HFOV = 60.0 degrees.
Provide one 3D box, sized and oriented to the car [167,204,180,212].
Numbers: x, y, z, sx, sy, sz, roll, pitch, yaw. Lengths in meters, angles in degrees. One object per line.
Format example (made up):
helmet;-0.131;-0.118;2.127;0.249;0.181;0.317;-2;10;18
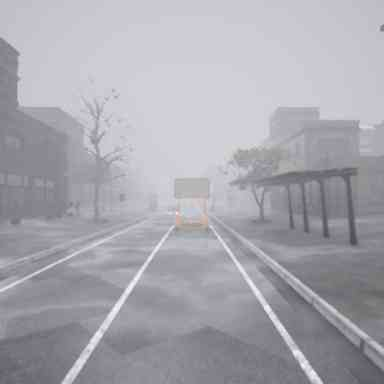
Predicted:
car;-3.052;2.751;56.920;1.994;1.385;4.181;0;-1;0

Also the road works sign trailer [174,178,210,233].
road works sign trailer;0.003;0.834;22.597;2.380;3.560;2.880;0;-1;0
